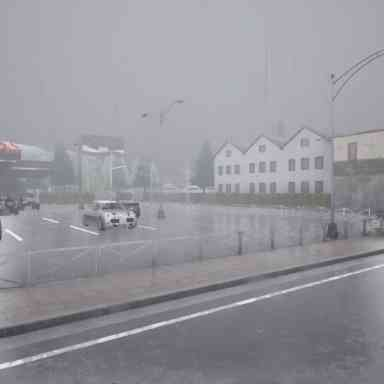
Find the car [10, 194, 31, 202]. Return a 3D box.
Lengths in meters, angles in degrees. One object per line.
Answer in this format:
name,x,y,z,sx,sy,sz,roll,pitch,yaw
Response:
car,-38.110,1.328,73.817,3.866,1.878,1.905,0,0,-36

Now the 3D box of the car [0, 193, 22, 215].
car,-17.171,1.113,30.372,1.932,1.855,4.605,0,0,-36

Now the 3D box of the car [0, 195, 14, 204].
car,-38.355,1.495,66.689,4.611,1.667,2.242,0,0,-36

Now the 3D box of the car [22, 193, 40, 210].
car,-19.063,1.092,38.687,1.905,1.878,3.866,0,0,-36

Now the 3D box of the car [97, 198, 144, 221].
car,-5.708,1.313,26.250,2.007,1.523,4.514,0,0,-36

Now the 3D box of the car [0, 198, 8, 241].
car,-9.636,1.169,14.395,2.152,1.636,5.027,0,0,-36

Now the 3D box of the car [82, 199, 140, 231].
car,-4.598,1.248,18.384,1.970,1.475,3.806,0,0,-36
